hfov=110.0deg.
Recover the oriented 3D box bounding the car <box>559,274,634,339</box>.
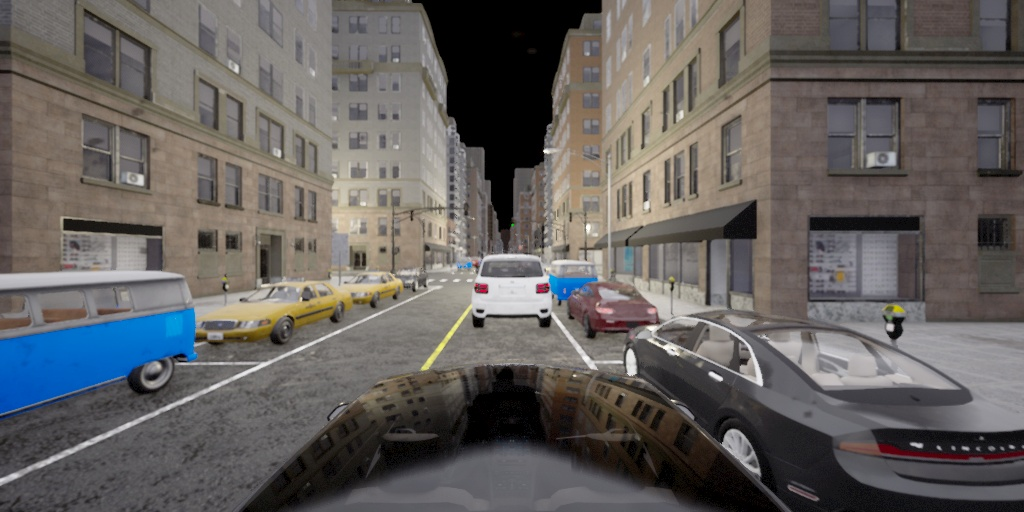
[{"bbox_3d":[2.583,1.336,9.831,1.802,1.307,4.207,0,0,-1],"label":"car"}]

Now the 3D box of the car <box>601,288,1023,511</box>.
[{"bbox_3d":[2.646,1.302,4.161,2.007,1.370,4.403,0,0,-1],"label":"car"}]

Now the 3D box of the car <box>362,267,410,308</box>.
[{"bbox_3d":[-6.002,1.278,15.222,1.751,1.417,4.829,0,0,-1],"label":"car"}]

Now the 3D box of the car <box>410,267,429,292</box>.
[{"bbox_3d":[-6.066,1.302,21.059,2.007,1.370,4.403,0,0,-1],"label":"car"}]

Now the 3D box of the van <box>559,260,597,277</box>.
[{"bbox_3d":[2.521,1.094,15.502,1.690,1.789,3.998,0,0,-1],"label":"van"}]

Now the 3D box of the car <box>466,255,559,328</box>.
[{"bbox_3d":[-0.026,0.976,11.558,2.150,2.045,5.566,0,0,-1],"label":"car"}]

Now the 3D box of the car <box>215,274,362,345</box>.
[{"bbox_3d":[-5.939,1.279,9.553,1.751,1.417,4.829,0,0,-1],"label":"car"}]

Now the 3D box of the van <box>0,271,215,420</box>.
[{"bbox_3d":[-5.879,1.092,4.054,1.690,1.789,3.998,0,0,-1],"label":"van"}]

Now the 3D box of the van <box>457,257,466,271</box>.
[{"bbox_3d":[-6.365,1.084,48.253,1.690,1.789,3.998,0,0,-1],"label":"van"}]
